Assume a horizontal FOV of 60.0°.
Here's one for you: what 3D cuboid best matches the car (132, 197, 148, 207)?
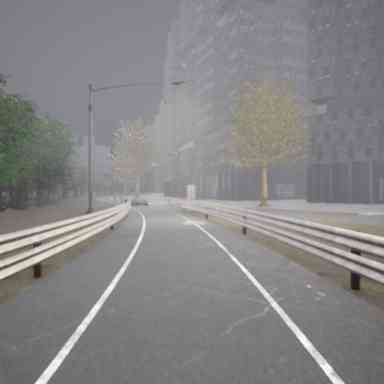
[{"bbox_3d":[-8.218,1.545,52.379,1.994,1.385,4.181,0,0,-19],"label":"car"}]
